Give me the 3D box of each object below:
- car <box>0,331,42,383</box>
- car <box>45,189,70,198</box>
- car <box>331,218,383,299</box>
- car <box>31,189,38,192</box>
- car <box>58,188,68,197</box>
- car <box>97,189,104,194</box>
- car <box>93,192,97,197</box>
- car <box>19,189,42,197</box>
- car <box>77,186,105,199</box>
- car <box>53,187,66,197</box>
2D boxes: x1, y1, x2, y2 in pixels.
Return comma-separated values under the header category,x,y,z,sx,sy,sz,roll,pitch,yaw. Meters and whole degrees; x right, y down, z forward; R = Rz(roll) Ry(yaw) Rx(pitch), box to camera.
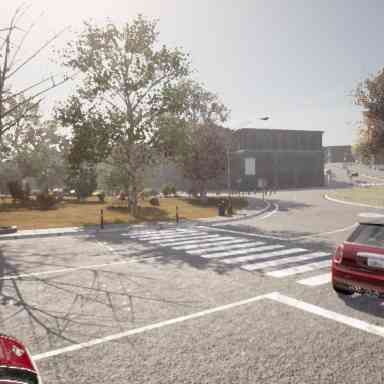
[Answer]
category,x,y,z,sx,sy,sz,roll,pitch,yaw
car,-3.093,1.352,1.540,4.553,1.767,2.097,0,0,-35
car,-28.652,0.294,70.883,2.231,1.521,4.892,-1,2,18
car,5.161,1.324,7.373,4.553,1.767,2.097,0,0,-35
car,-33.330,0.102,74.536,2.185,1.767,4.553,0,2,18
car,-23.947,0.351,67.215,2.163,1.488,4.792,-1,2,17
car,-14.467,0.125,60.034,2.185,1.767,4.553,-2,2,16
car,-16.879,0.287,61.662,1.946,1.575,5.366,-1,2,17
car,-37.946,0.151,78.285,2.097,1.535,5.008,0,3,19
car,-19.216,0.054,63.657,2.435,2.045,5.566,-2,2,17
car,-26.308,0.062,69.023,2.435,2.045,5.566,0,2,18
